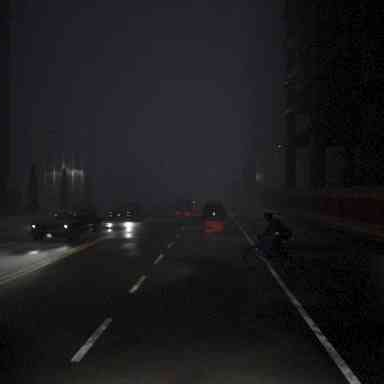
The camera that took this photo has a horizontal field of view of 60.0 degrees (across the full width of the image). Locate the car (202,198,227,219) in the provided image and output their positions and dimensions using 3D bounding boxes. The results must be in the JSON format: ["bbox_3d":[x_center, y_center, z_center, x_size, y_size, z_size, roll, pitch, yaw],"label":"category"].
[{"bbox_3d":[1.930,1.499,28.948,1.837,1.490,4.892,0,0,4],"label":"car"}]

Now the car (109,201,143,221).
[{"bbox_3d":[-5.364,1.499,27.517,1.837,1.490,4.892,0,0,4],"label":"car"}]

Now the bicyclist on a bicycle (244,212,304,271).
[{"bbox_3d":[2.299,1.406,9.344,1.656,1.620,0.582,0,0,4],"label":"bicyclist on a bicycle"}]

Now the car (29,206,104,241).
[{"bbox_3d":[-6.097,1.597,16.722,1.895,1.301,4.718,0,0,4],"label":"car"}]

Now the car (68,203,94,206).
[{"bbox_3d":[-8.881,1.542,26.252,2.033,1.411,5.357,0,0,4],"label":"car"}]

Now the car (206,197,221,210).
[{"bbox_3d":[2.916,1.469,43.864,1.882,1.535,5.008,0,0,6],"label":"car"}]

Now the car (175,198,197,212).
[{"bbox_3d":[-0.885,1.484,39.359,2.128,1.511,4.902,0,0,4],"label":"car"}]
